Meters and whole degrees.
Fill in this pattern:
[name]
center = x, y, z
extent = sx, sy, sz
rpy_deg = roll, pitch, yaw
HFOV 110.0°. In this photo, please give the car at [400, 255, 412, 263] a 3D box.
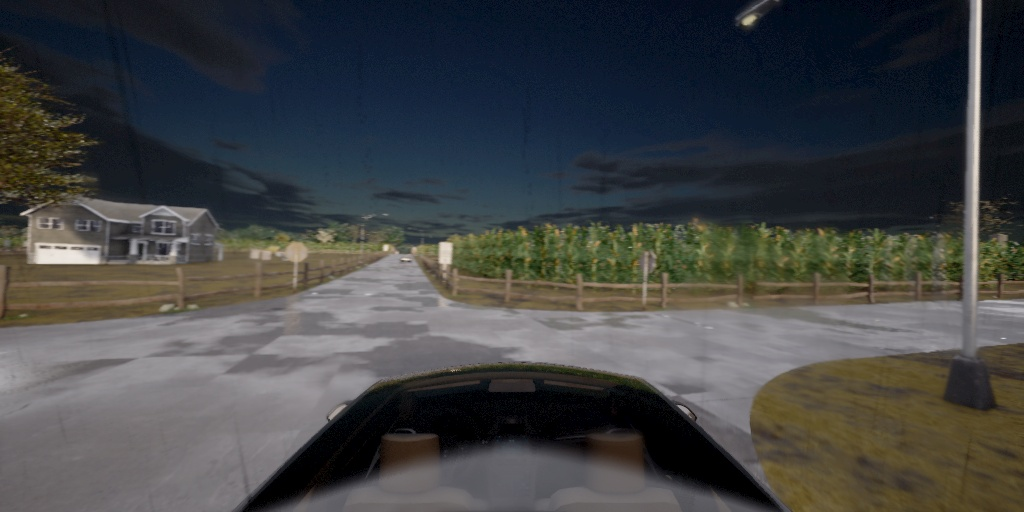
[car]
center = -18.230, 0.517, 61.679
extent = 1.895, 1.301, 4.718
rpy_deg = 3, 1, -16
